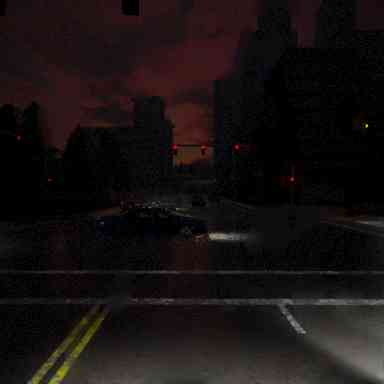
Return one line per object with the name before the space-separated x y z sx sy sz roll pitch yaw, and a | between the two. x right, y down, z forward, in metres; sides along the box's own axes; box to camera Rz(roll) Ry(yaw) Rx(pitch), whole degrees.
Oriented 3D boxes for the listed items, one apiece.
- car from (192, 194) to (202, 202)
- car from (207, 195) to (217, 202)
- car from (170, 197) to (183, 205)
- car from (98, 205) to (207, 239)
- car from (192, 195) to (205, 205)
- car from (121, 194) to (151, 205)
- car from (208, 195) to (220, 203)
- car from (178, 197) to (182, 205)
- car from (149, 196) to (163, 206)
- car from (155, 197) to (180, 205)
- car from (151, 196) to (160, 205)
car | 1.115 1.355 75.858 2.097 1.767 4.553 0 0 1
car | 4.627 1.478 77.142 1.882 1.535 5.008 0 0 1
car | -2.635 1.547 58.326 2.033 1.411 5.357 0 0 1
car | -1.939 1.547 16.896 5.357 1.411 2.033 0 0 1
car | 0.984 1.564 52.183 1.994 1.385 4.181 0 0 1
car | -6.360 1.221 37.093 2.150 2.045 5.566 0 0 1
car | 4.636 1.547 67.319 2.033 1.411 5.357 0 0 1
car | -2.751 1.564 48.002 1.994 1.385 4.181 0 0 1
car | -6.153 1.505 57.032 1.837 1.490 4.892 0 0 0
car | -2.839 1.601 39.200 1.895 1.301 4.718 0 0 1
car | -6.262 1.491 46.973 2.128 1.511 4.902 0 0 1
